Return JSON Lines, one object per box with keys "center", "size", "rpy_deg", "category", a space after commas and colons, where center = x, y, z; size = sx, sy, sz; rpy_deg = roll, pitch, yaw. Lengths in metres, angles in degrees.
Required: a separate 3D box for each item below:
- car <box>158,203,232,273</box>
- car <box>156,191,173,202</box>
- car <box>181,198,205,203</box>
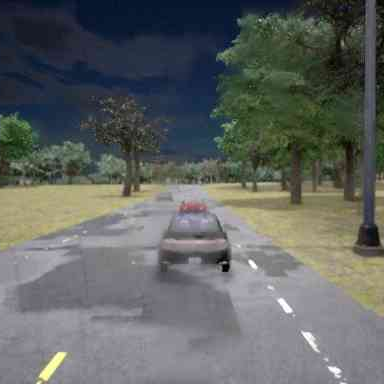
{"center": [0.080, 1.326, 10.080], "size": [2.128, 1.511, 4.902], "rpy_deg": [0, 1, 0], "category": "car"}
{"center": [-3.570, 0.557, 43.380], "size": [1.994, 1.385, 4.181], "rpy_deg": [0, 2, 0], "category": "car"}
{"center": [0.089, 1.090, 25.767], "size": [1.895, 1.301, 4.718], "rpy_deg": [0, 2, 0], "category": "car"}
